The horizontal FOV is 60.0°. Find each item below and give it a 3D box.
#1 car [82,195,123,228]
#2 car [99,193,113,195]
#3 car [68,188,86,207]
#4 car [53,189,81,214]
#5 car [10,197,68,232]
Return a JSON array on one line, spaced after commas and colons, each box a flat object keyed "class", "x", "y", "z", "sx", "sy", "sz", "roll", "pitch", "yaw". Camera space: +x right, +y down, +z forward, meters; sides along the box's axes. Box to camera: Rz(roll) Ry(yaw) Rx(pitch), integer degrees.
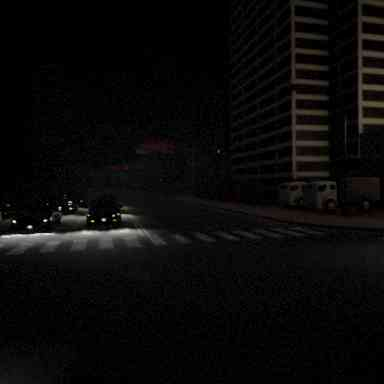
[{"class": "car", "x": -5.218, "y": 1.159, "z": 19.744, "sx": 1.837, "sy": 1.490, "sz": 4.892, "roll": -1, "pitch": 1, "yaw": -14}, {"class": "car", "x": -7.410, "y": 1.055, "z": 28.384, "sx": 1.994, "sy": 1.385, "sz": 4.181, "roll": -1, "pitch": 1, "yaw": -14}, {"class": "car", "x": -13.570, "y": 0.582, "z": 38.552, "sx": 2.150, "sy": 2.045, "sz": 5.566, "roll": -1, "pitch": 1, "yaw": -14}, {"class": "car", "x": -11.006, "y": 0.906, "z": 28.311, "sx": 2.097, "sy": 1.767, "sz": 4.553, "roll": -1, "pitch": 1, "yaw": -14}, {"class": "car", "x": -8.605, "y": 1.281, "z": 18.852, "sx": 2.033, "sy": 1.411, "sz": 5.357, "roll": -1, "pitch": 1, "yaw": -14}]
